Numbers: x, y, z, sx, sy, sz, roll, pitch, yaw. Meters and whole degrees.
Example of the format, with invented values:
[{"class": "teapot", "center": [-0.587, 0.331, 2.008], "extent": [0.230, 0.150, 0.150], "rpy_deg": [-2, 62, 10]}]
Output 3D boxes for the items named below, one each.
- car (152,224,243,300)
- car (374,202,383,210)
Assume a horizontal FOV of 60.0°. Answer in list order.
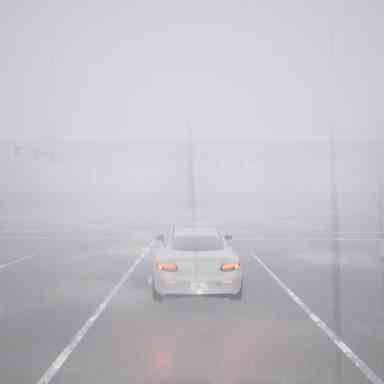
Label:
[{"class": "car", "center": [0.073, 1.526, 8.251], "extent": [1.812, 1.442, 4.674], "rpy_deg": [0, 0, -1]}, {"class": "car", "center": [23.300, 1.396, 37.886], "extent": [4.674, 1.442, 1.812], "rpy_deg": [-1, 0, 2]}]
